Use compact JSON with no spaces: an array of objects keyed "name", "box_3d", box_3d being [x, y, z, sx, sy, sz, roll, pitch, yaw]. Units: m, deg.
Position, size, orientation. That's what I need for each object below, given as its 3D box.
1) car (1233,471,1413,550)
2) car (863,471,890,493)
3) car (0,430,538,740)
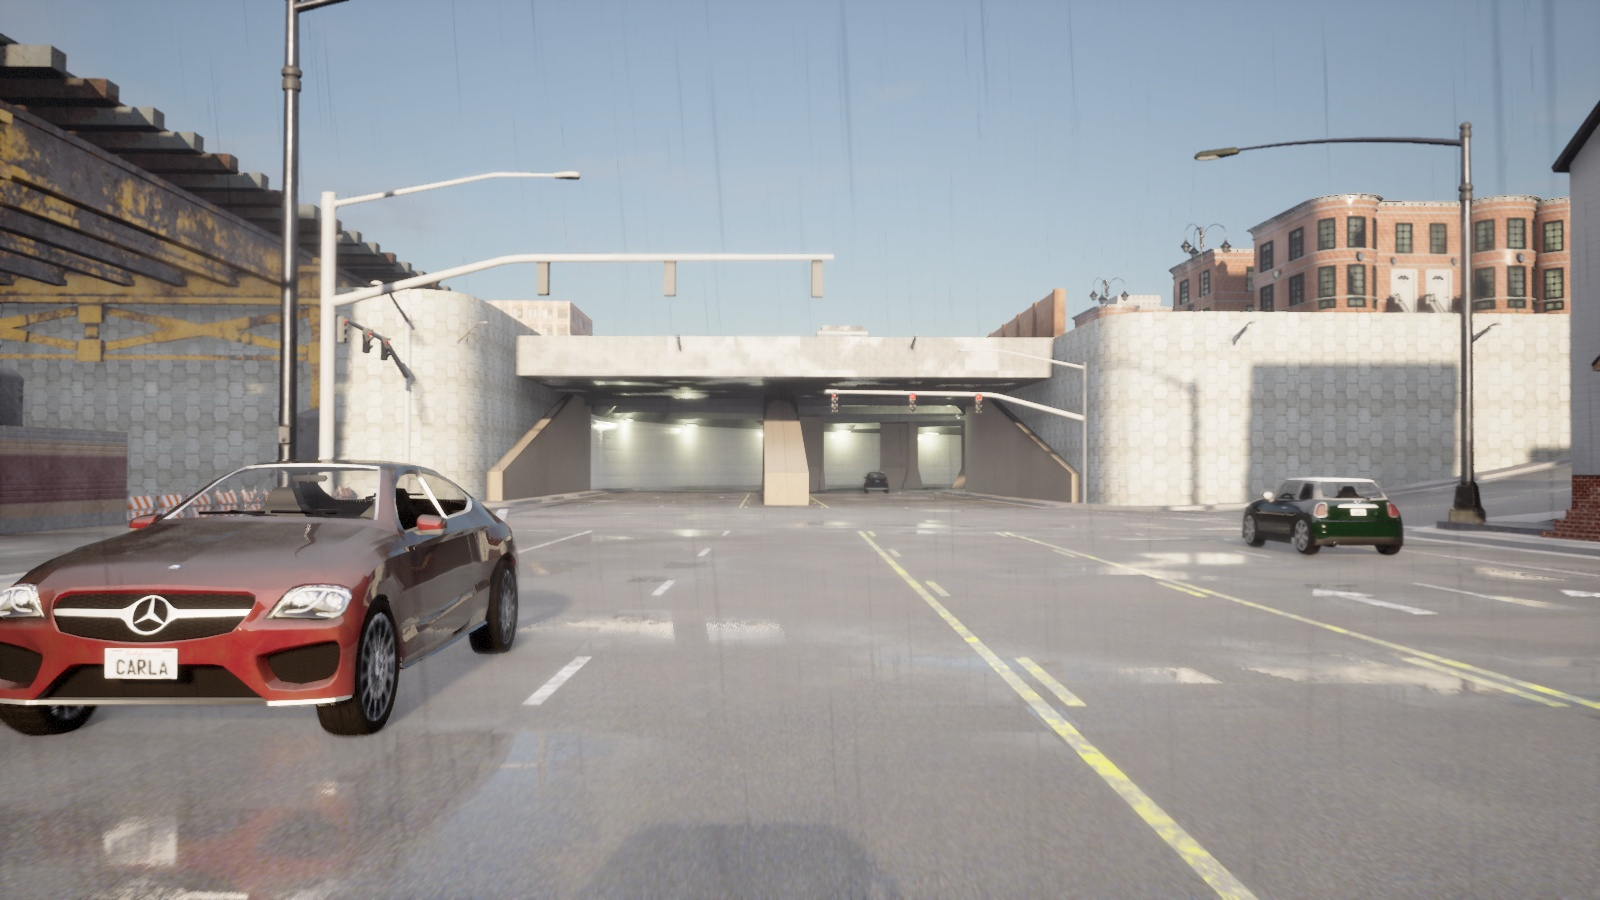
[{"name":"car","box_3d":[10.466,1.164,25.444,1.970,1.475,3.806,0,-1,-1]},{"name":"car","box_3d":[5.482,2.280,90.133,1.789,1.549,3.705,0,-1,1]},{"name":"car","box_3d":[-3.522,0.762,9.228,2.152,1.651,5.027,0,-1,0]}]
